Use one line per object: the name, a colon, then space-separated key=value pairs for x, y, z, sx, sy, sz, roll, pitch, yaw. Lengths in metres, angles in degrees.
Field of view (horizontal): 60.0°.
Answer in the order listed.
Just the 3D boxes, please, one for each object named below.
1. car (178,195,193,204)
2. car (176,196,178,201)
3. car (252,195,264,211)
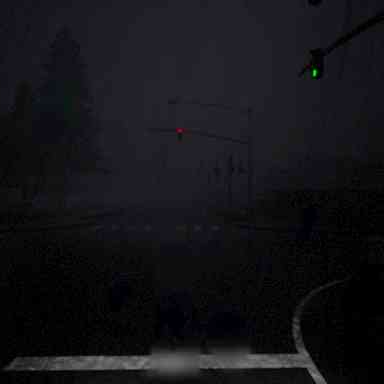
car: x=-0.909 y=1.509 z=60.877 sx=2.033 sy=1.411 sz=5.357 roll=0 pitch=0 yaw=-7
car: x=-2.202 y=1.316 z=71.061 sx=1.812 sy=1.442 sz=4.674 roll=0 pitch=0 yaw=-13
car: x=8.866 y=1.139 z=36.257 sx=4.605 sy=1.855 sz=1.932 roll=0 pitch=0 yaw=-1
